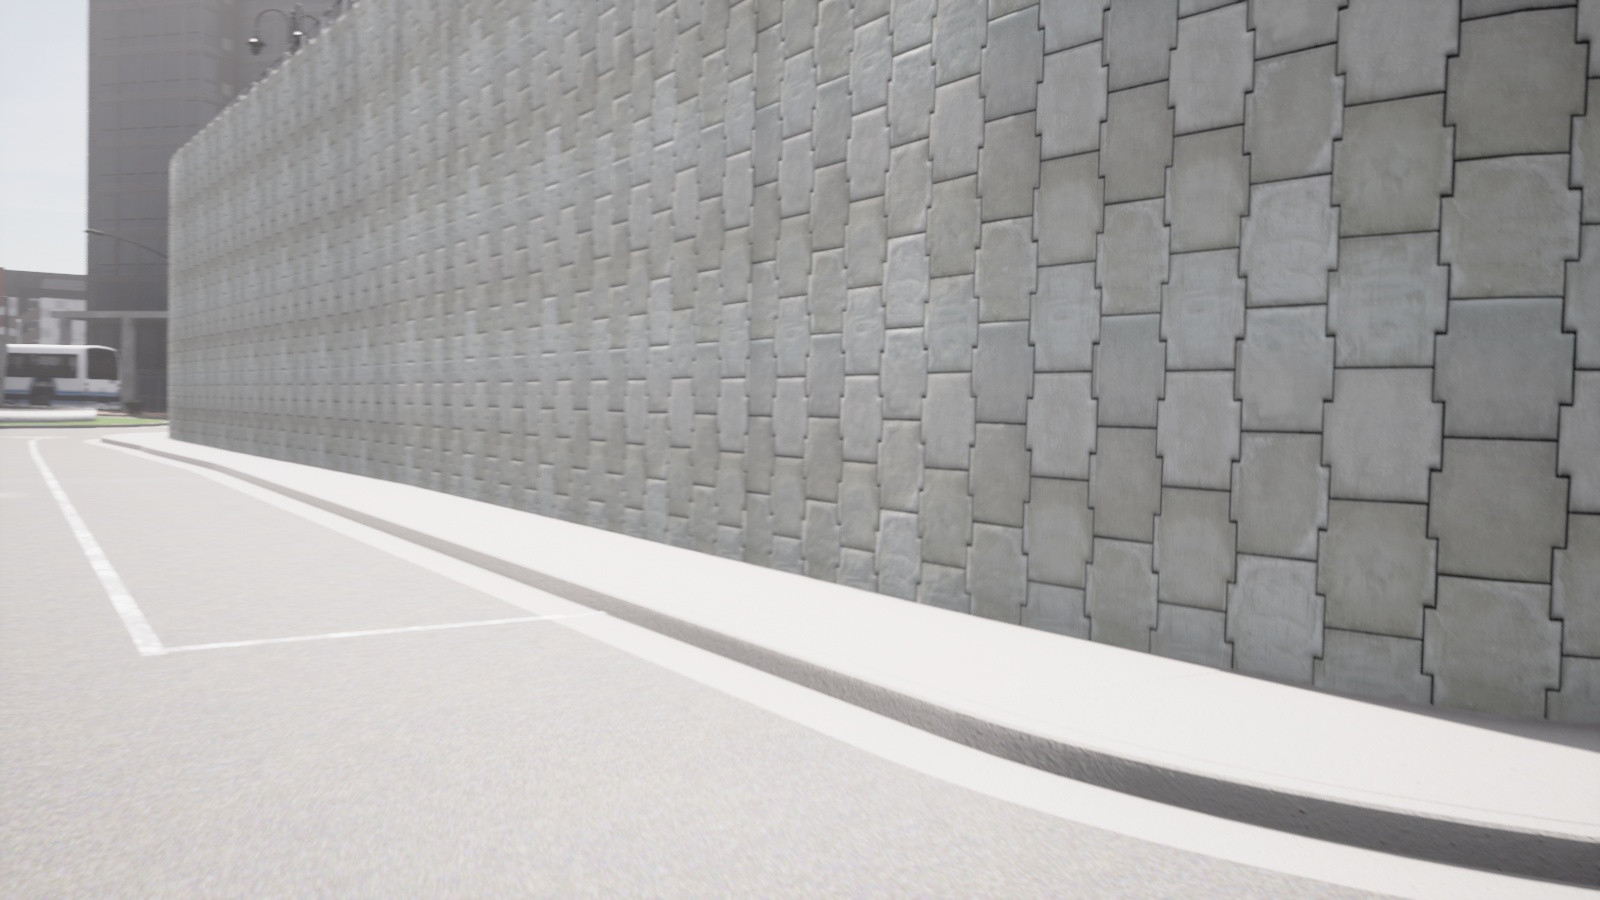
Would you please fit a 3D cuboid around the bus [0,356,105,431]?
[{"bbox_3d":[-47.051,-3.333,74.063,10.273,4.253,3.944,1,1,8],"label":"bus"}]
